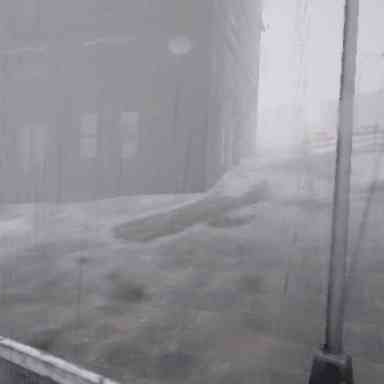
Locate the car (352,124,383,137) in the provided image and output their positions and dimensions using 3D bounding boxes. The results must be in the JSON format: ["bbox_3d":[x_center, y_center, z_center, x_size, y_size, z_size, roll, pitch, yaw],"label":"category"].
[{"bbox_3d":[16.396,-5.155,29.285,2.185,1.767,4.553,1,2,-29],"label":"car"}]

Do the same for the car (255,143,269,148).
[{"bbox_3d":[8.395,-5.683,43.749,2.231,1.521,4.892,1,2,-29],"label":"car"}]

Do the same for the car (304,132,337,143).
[{"bbox_3d":[13.727,-5.378,34.112,2.185,1.767,4.553,1,2,-29],"label":"car"}]
